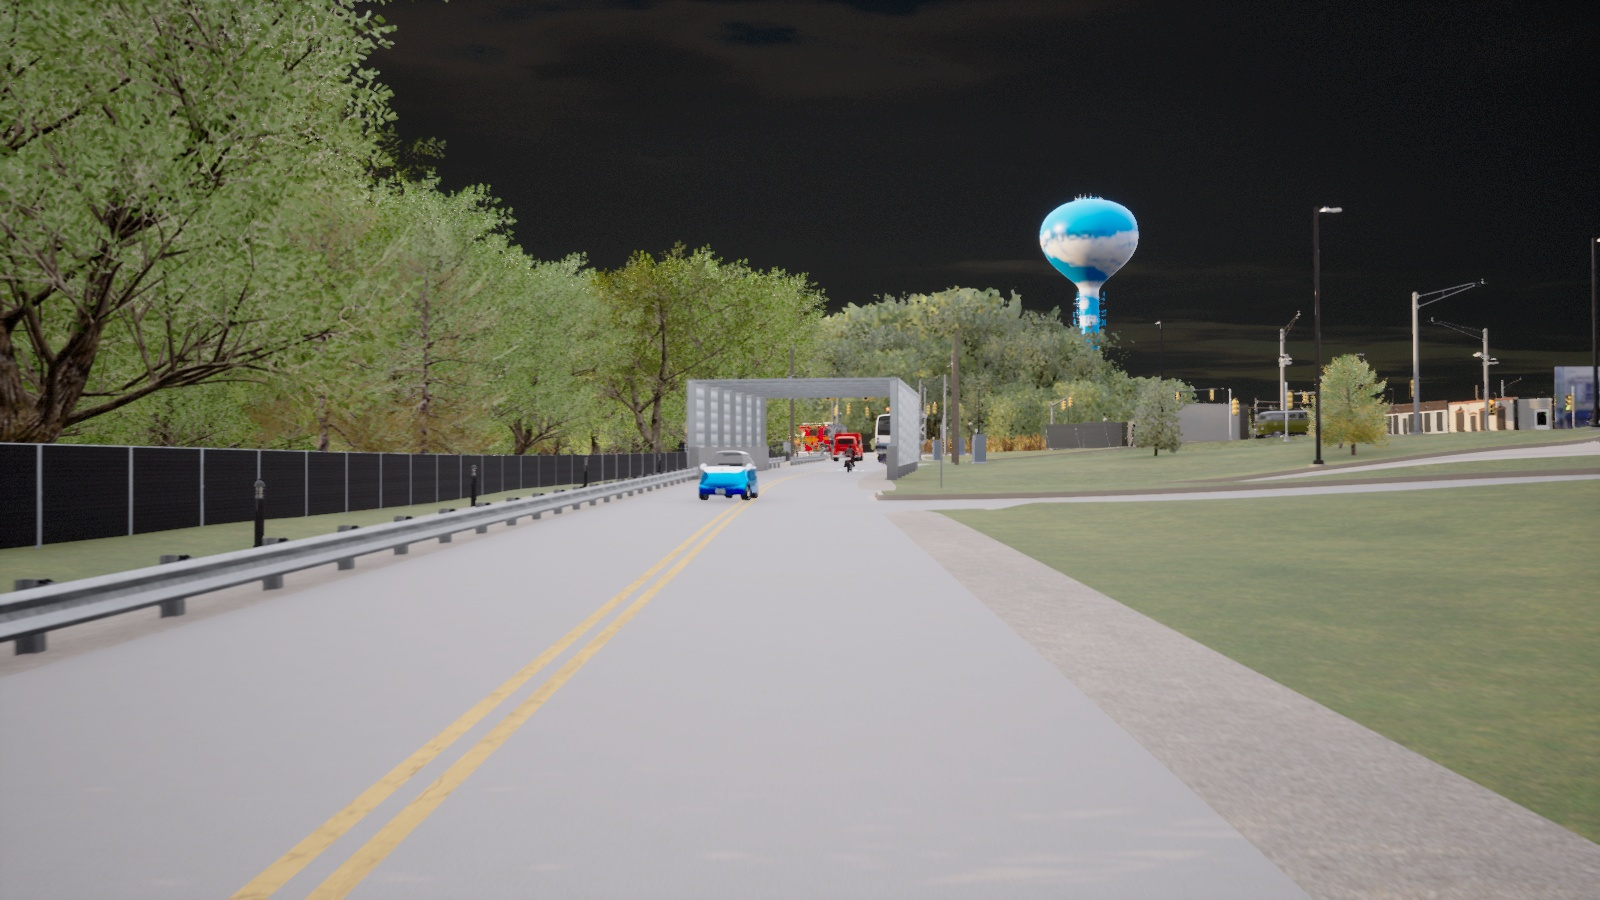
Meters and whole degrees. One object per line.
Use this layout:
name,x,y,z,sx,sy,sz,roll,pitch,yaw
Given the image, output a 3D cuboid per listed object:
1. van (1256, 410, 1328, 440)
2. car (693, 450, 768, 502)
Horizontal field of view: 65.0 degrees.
van,35.311,-1.776,90.255,4.442,1.987,1.775,-1,-1,-5
car,-1.915,0.700,34.920,1.481,1.376,2.207,0,0,14
